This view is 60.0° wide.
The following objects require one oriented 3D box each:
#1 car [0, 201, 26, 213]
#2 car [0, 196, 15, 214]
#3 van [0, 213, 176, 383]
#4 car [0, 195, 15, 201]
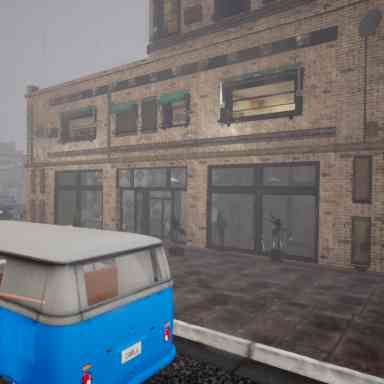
[{"bbox_3d":[-15.283,1.793,30.593,1.947,1.339,4.313,0,0,36],"label":"car"},{"bbox_3d":[-22.045,1.411,35.538,2.192,1.841,5.009,0,0,36],"label":"car"},{"bbox_3d":[-2.102,1.340,4.348,3.998,1.788,1.690,0,1,35],"label":"van"},{"bbox_3d":[-20.505,1.349,33.244,2.150,2.045,5.566,1,0,36],"label":"car"}]
